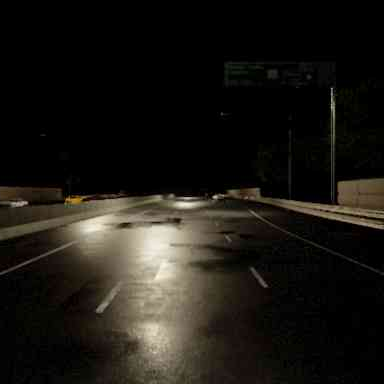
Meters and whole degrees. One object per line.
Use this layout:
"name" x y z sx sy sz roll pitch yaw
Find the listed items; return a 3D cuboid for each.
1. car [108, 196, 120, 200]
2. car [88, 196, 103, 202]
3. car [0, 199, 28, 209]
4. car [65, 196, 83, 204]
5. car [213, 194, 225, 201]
"car" -14.028 1.524 59.798 1.812 1.442 4.674 0 0 0
"car" -17.523 1.530 60.721 1.812 1.442 4.674 0 0 0
"car" -23.868 1.595 44.452 1.895 1.301 4.718 0 0 -3
"car" -21.024 1.473 59.446 1.882 1.535 5.008 0 0 0
"car" 6.987 1.603 82.830 1.895 1.301 4.718 0 0 0
